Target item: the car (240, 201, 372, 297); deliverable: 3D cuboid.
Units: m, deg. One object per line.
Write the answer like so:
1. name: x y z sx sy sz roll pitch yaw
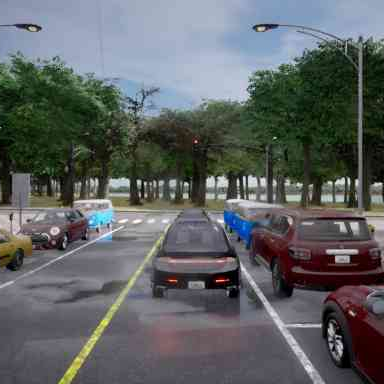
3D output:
1. car: 2.759 1.315 8.488 2.192 1.841 5.009 0 0 0

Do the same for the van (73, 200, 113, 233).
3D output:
1. van: -5.769 1.343 19.362 1.690 1.788 3.998 0 0 0

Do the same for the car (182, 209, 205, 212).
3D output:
1. car: 0.053 1.566 17.438 1.994 1.385 4.181 0 0 1

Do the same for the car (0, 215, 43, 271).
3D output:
1. car: -5.766 1.526 8.317 1.752 1.417 4.829 0 0 0

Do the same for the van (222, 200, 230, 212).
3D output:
1. van: 2.757 1.343 19.363 1.690 1.788 3.998 0 0 0

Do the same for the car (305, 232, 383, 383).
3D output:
1. car: 2.760 1.440 3.051 1.967 1.590 4.097 0 0 0

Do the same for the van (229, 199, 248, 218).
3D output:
1. van: 2.758 1.342 13.926 1.690 1.788 3.998 0 0 0

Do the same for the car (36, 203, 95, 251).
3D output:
1. car: -5.767 1.441 13.924 1.967 1.590 4.097 0 0 0

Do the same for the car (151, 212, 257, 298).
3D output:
1. car: 0.088 1.492 8.520 2.128 1.511 4.902 0 0 0
